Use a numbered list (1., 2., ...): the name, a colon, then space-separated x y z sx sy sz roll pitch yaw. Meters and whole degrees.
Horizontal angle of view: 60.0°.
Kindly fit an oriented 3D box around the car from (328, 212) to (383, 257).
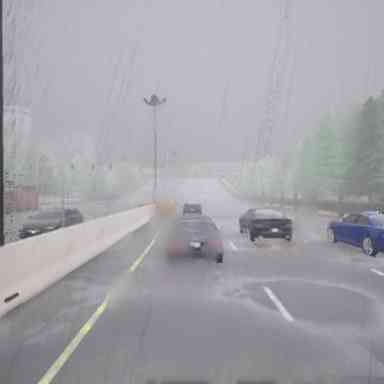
1. car: 7.080 1.503 13.079 1.882 1.535 5.008 0 0 0

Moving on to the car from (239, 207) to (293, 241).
1. car: 3.573 1.516 16.806 1.882 1.535 5.008 0 0 0

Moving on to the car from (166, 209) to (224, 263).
1. car: 0.089 1.578 12.098 2.033 1.411 5.357 0 0 0

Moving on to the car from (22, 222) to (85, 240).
1. car: -7.048 1.559 17.258 1.837 1.490 4.892 0 -1 0

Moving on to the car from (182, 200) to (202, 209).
1. car: 0.042 1.564 34.283 1.882 1.535 5.008 0 0 0
